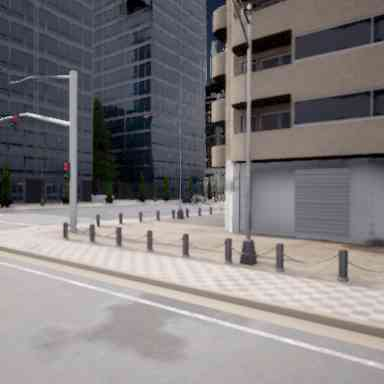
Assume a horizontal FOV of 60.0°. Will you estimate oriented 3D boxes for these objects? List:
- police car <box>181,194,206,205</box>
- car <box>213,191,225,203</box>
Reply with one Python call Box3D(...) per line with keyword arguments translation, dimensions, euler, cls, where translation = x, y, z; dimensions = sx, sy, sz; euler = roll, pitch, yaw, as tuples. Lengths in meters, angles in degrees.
Box3D(translation=(0.217, 1.115, 53.058), dimensions=(1.930, 1.638, 5.238), euler=(1, 0, 36), cls="police car")
Box3D(translation=(6.117, 0.911, 61.230), dimensions=(2.150, 2.045, 5.566), euler=(1, 0, 36), cls="car")
